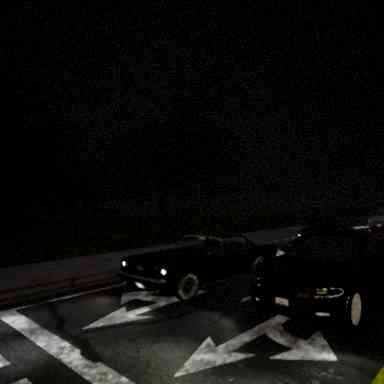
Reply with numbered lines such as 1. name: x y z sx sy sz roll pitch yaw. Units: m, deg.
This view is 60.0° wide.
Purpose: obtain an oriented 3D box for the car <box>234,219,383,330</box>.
1. car: 3.286 1.612 7.467 1.882 1.535 5.008 -2 -2 45

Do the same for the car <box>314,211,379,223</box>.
1. car: 7.010 1.829 16.102 2.033 1.411 5.357 -2 -2 44

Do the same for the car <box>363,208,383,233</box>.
1. car: 13.610 1.881 23.047 1.812 1.442 4.674 -2 -2 43

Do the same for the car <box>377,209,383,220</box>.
1. car: 10.277 1.431 14.837 2.150 2.045 5.566 -2 -2 44

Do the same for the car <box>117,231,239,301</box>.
1. car: 0.364 1.812 9.108 1.895 1.301 4.718 -2 -2 44
